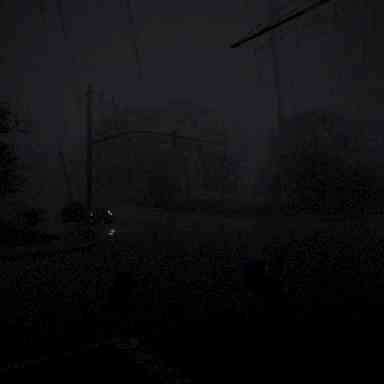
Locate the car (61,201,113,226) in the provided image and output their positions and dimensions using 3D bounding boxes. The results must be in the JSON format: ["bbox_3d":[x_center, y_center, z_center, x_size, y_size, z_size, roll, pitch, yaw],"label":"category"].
[{"bbox_3d":[-7.746,1.473,24.445,4.553,1.767,2.097,1,0,43],"label":"car"}]
